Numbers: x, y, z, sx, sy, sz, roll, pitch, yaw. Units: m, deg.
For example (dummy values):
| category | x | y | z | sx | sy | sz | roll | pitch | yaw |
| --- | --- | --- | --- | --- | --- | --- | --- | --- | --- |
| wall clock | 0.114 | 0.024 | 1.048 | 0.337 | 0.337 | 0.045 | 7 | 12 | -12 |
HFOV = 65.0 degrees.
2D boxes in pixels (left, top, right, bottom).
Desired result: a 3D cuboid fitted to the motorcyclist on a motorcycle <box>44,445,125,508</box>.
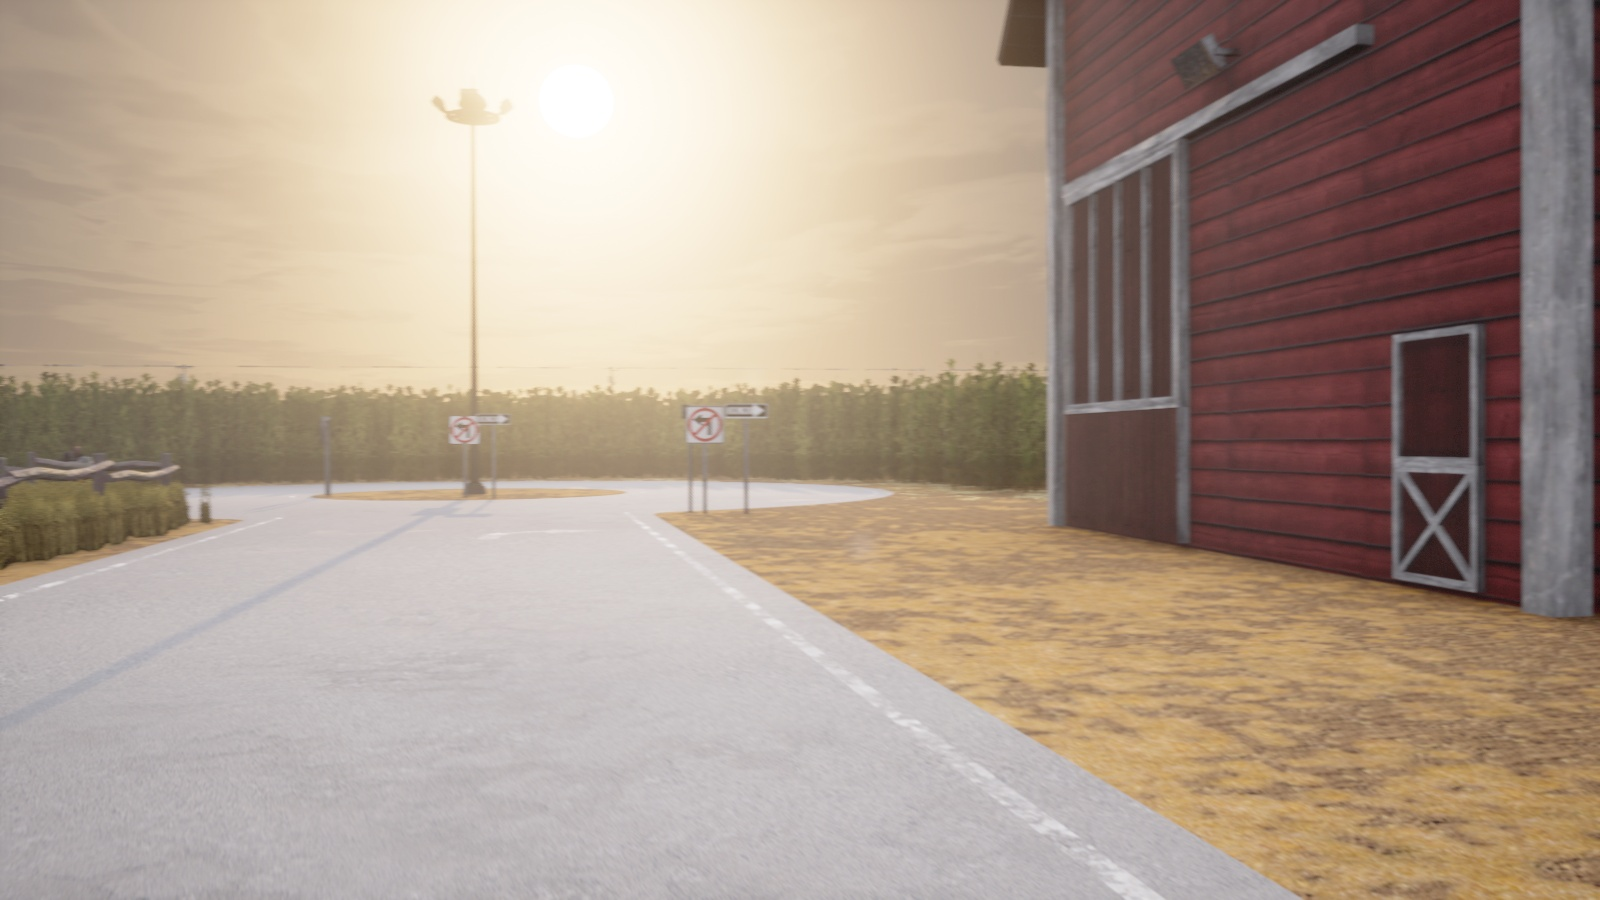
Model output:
| category | x | y | z | sx | sy | sz | roll | pitch | yaw |
| --- | --- | --- | --- | --- | --- | --- | --- | --- | --- |
| motorcyclist on a motorcycle | -17.899 | 0.637 | 31.381 | 2.191 | 1.530 | 0.866 | 0 | 1 | 34 |
